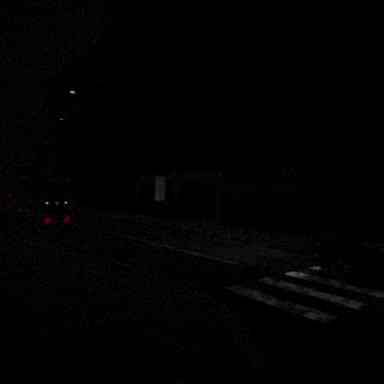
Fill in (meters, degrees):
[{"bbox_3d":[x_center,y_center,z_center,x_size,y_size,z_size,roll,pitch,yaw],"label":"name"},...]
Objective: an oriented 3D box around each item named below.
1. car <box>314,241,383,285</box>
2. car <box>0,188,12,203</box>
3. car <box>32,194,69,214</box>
[{"bbox_3d":[5.381,1.659,7.714,1.895,1.301,4.718,1,0,-39],"label":"car"},{"bbox_3d":[-27.265,0.455,47.396,2.150,2.045,5.566,1,0,-39],"label":"car"},{"bbox_3d":[-12.738,0.954,29.742,2.097,1.767,4.553,1,0,-39],"label":"car"}]
